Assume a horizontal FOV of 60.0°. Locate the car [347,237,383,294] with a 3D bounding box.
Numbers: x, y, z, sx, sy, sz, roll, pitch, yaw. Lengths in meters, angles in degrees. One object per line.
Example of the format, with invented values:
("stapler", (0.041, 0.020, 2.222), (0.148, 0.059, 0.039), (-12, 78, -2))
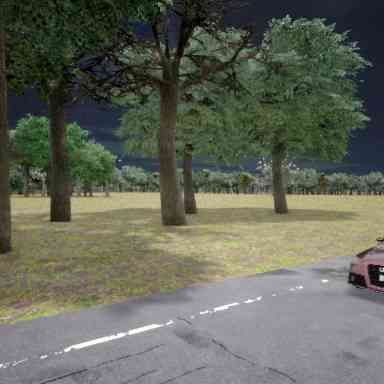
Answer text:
("car", (5.517, 1.560, 7.797), (4.181, 1.385, 1.994), (0, 0, -35))
